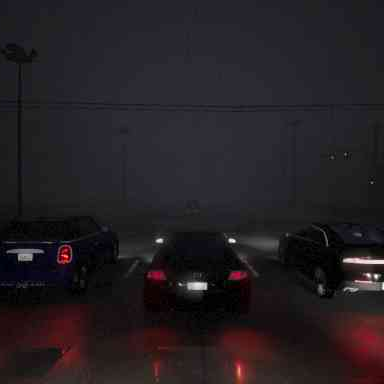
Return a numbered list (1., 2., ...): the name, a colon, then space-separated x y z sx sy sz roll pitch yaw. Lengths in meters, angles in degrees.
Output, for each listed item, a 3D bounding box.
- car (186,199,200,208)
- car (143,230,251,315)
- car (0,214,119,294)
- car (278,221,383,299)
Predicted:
1. car: 0.078 1.601 46.410 1.895 1.301 4.718 0 0 0
2. car: 0.092 1.564 7.636 1.994 1.385 4.181 0 0 0
3. car: -3.406 1.352 8.929 2.097 1.767 4.553 0 0 0
4. car: 3.595 1.492 8.447 2.128 1.511 4.902 0 0 0
